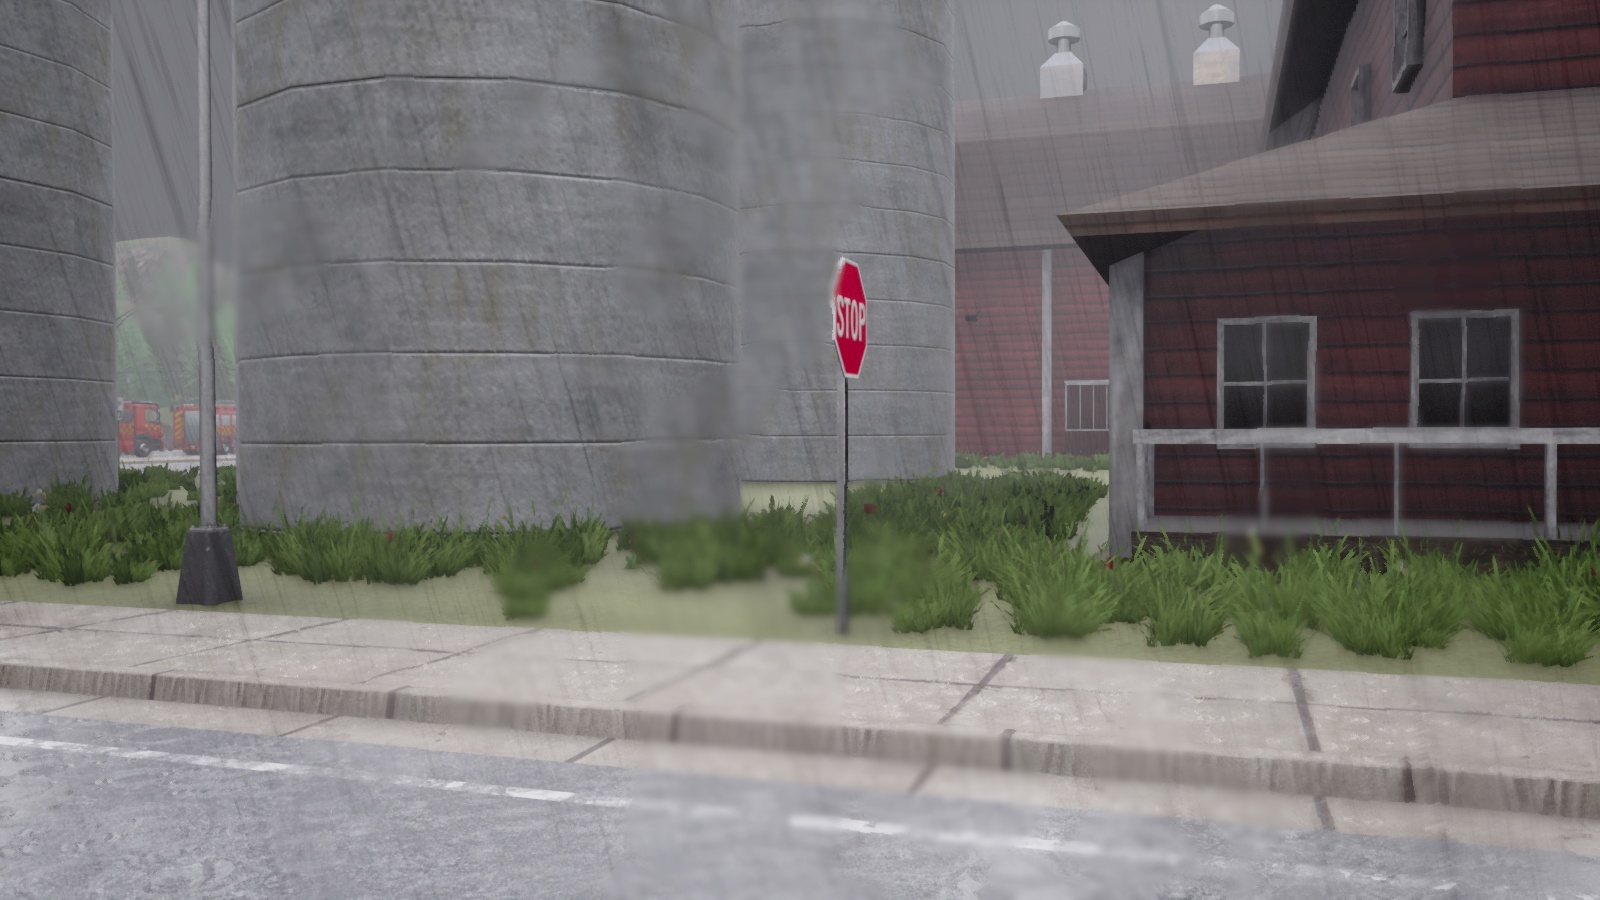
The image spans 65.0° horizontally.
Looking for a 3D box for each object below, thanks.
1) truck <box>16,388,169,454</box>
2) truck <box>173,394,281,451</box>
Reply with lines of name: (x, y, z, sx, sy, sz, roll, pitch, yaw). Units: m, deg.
truck: (-43.146, -1.732, 76.966, 2.891, 3.827, 8.468, 1, 1, 18)
truck: (-40.253, -1.908, 88.614, 2.891, 3.827, 8.468, 0, 1, 7)
